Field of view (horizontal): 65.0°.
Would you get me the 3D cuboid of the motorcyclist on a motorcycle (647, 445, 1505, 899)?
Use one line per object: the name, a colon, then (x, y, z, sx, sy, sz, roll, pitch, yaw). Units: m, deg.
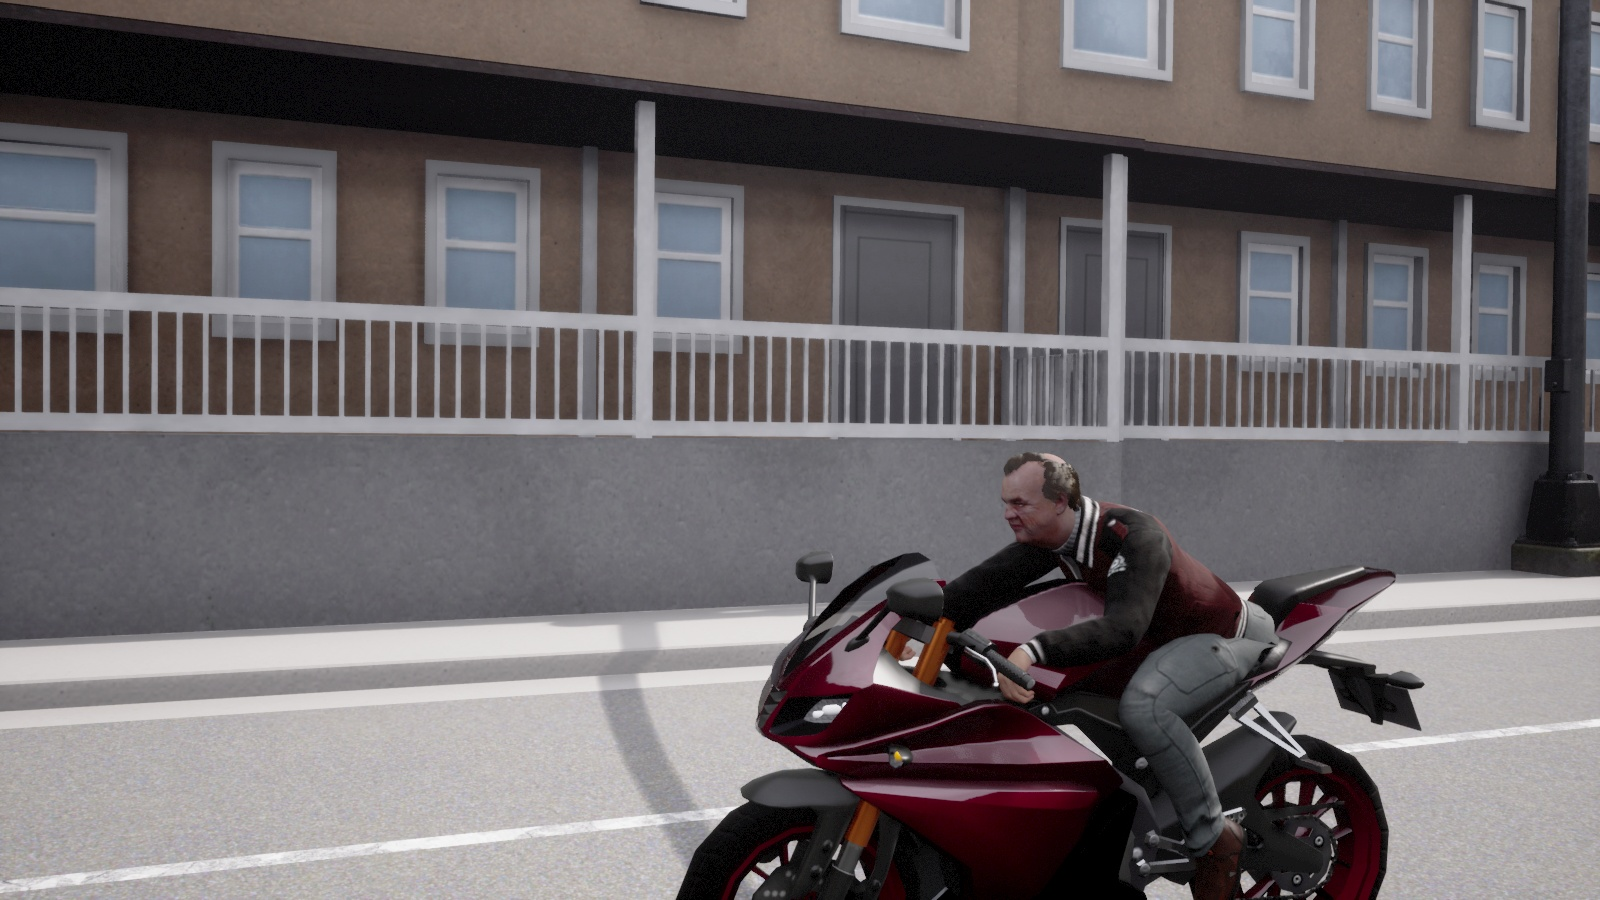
motorcyclist on a motorcycle: (0.755, 0.768, 3.489, 2.191, 1.530, 0.866, -1, 1, -19)
